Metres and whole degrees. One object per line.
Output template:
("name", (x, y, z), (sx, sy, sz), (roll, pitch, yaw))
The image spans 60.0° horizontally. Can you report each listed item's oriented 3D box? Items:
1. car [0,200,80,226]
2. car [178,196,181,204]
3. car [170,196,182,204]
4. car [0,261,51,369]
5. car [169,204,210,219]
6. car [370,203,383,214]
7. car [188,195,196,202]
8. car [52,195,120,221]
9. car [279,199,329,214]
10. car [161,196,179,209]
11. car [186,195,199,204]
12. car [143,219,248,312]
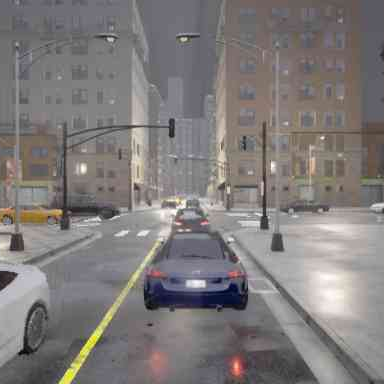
("car", (-10.752, 1.505, 22.934), (5.008, 1.535, 1.882), (0, 0, 4))
("car", (-3.105, 1.490, 55.117), (1.882, 1.535, 5.008), (0, 0, 0))
("car", (-3.081, 1.569, 65.756), (2.033, 1.411, 5.357), (0, 0, 0))
("car", (-3.070, 1.524, 3.373), (1.812, 1.442, 4.674), (0, 0, 0))
("car", (-0.087, 1.521, 16.529), (1.812, 1.442, 4.674), (0, 0, -2))
("car", (20.437, 1.429, 33.352), (4.674, 1.442, 1.812), (0, 0, 0))
("car", (-0.100, 1.510, 82.044), (1.882, 1.535, 5.008), (0, 0, 0))
("car", (-8.680, 1.239, 26.964), (5.566, 2.045, 2.150), (0, 0, -7))
("car", (11.157, 1.441, 33.298), (4.892, 1.490, 1.837), (0, 0, 0))
("car", (-3.078, 1.605, 44.825), (1.895, 1.301, 4.718), (0, 0, 0))
("car", (0.088, 1.500, 49.360), (2.128, 1.511, 4.902), (0, 0, 0))
("car", (0.083, 1.562, 7.785), (1.994, 1.385, 4.181), (0, 0, 0))
